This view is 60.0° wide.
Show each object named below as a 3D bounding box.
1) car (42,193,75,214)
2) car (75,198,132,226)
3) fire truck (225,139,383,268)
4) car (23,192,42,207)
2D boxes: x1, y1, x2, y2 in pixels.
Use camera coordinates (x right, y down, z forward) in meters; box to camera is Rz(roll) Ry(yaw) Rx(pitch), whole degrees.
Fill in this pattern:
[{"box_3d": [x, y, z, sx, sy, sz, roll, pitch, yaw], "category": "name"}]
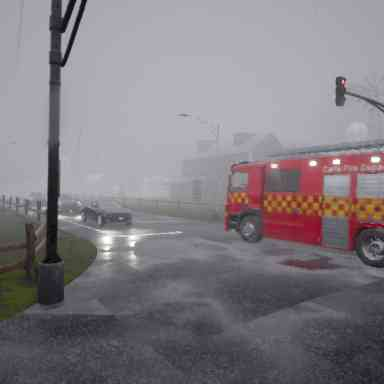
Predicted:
[{"box_3d": [-11.129, 0.934, 28.832, 2.097, 1.767, 4.553, 1, 0, -35], "category": "car"}, {"box_3d": [-5.444, 1.189, 20.819, 1.882, 1.535, 5.008, 1, 0, -35], "category": "car"}, {"box_3d": [4.999, 0.294, 12.387, 2.891, 3.827, 8.468, 1, 0, -35], "category": "fire truck"}, {"box_3d": [-18.188, 0.777, 38.796, 2.097, 1.767, 4.553, 1, 0, -35], "category": "car"}]
